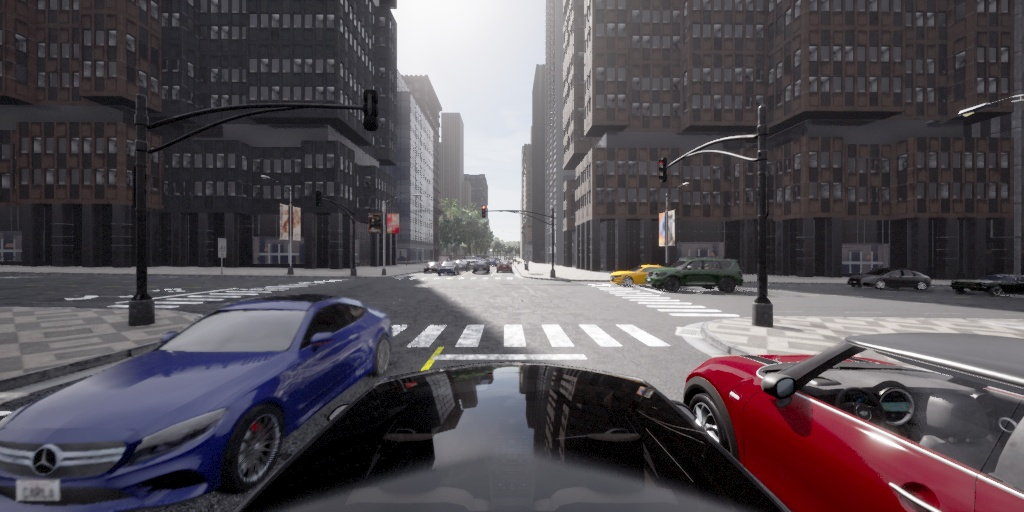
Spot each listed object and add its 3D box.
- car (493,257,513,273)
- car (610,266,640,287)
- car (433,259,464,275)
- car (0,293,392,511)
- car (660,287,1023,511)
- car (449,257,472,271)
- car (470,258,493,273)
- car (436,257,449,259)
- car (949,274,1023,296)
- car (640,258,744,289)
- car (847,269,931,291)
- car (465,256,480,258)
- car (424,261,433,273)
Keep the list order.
[{"bbox_3d":[-0.904,1.193,43.539,1.967,1.591,4.097,0,0,-1],"label":"car"},{"bbox_3d":[9.570,1.384,25.540,5.008,1.535,1.882,1,0,-1],"label":"car"},{"bbox_3d":[-6.684,1.290,38.334,2.033,1.411,5.357,0,0,-1],"label":"car"},{"bbox_3d":[-3.049,1.275,4.672,1.812,1.442,4.674,0,0,1],"label":"car"},{"bbox_3d":[2.761,1.190,2.173,1.967,1.591,4.097,0,0,0],"label":"car"},{"bbox_3d":[-6.831,1.256,48.601,2.128,1.511,4.902,0,0,-1],"label":"car"},{"bbox_3d":[-3.623,1.279,43.590,1.812,1.442,4.674,0,0,0],"label":"car"},{"bbox_3d":[-9.502,1.079,48.851,2.192,1.841,5.009,0,0,-1],"label":"car"},{"bbox_3d":[30.817,1.819,22.563,4.718,1.301,1.895,1,0,-1],"label":"car"},{"bbox_3d":[11.280,1.157,22.313,5.566,2.045,2.150,1,0,-1],"label":"car"},{"bbox_3d":[27.035,1.666,25.766,4.892,1.490,1.837,1,0,-1],"label":"car"},{"bbox_3d":[-6.961,1.009,59.232,2.150,2.045,5.566,0,0,0],"label":"car"},{"bbox_3d":[-9.428,1.319,43.426,1.948,1.339,4.313,0,0,-1],"label":"car"}]
